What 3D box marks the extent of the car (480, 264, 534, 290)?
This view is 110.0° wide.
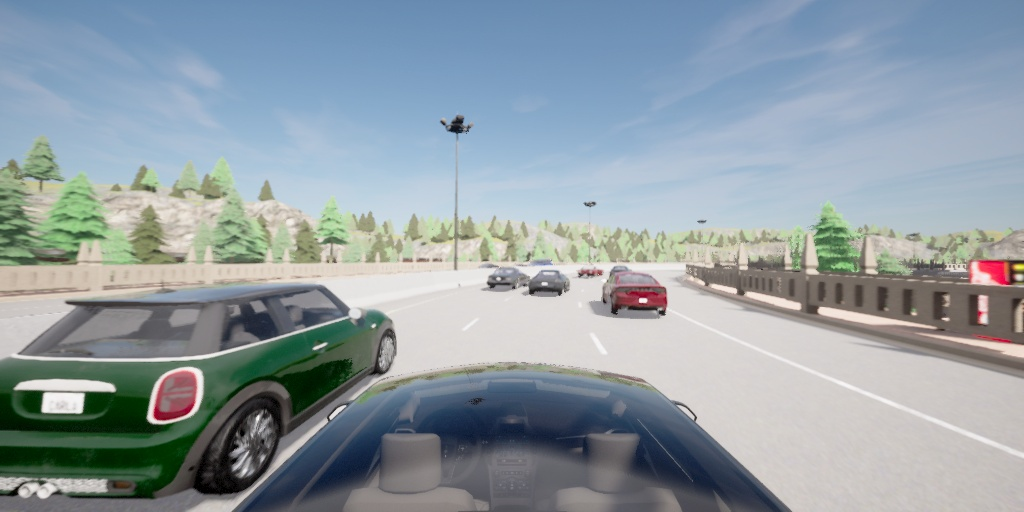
[{"bbox_3d":[-0.181,1.509,24.983,2.033,1.411,5.357,0,-1,15],"label":"car"}]

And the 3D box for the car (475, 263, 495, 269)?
[{"bbox_3d":[-3.716,1.793,53.251,1.812,1.442,4.674,0,-1,29],"label":"car"}]

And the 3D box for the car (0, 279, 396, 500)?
[{"bbox_3d":[-3.199,1.108,4.731,2.097,1.767,4.553,0,-1,2],"label":"car"}]

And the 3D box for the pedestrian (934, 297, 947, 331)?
[{"bbox_3d":[11.010,1.302,9.314,0.375,1.300,0.375,1,-1,6],"label":"pedestrian"}]

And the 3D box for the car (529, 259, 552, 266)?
[{"bbox_3d":[4.001,1.503,52.648,2.150,2.045,5.566,0,-1,32],"label":"car"}]

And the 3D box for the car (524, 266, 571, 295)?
[{"bbox_3d":[2.317,1.504,21.396,1.994,1.385,4.181,0,-1,16],"label":"car"}]

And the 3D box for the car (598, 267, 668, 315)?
[{"bbox_3d":[4.756,1.366,14.443,1.882,1.535,5.008,0,-1,9],"label":"car"}]

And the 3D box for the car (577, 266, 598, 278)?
[{"bbox_3d":[8.854,1.741,39.893,1.895,1.301,4.718,0,-1,29],"label":"car"}]

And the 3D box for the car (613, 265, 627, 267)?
[{"bbox_3d":[10.114,1.601,33.441,1.812,1.442,4.674,0,-1,22],"label":"car"}]

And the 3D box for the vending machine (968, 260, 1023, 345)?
[{"bbox_3d":[11.678,1.072,8.283,1.100,2.100,0.880,0,0,5],"label":"vending machine"}]
